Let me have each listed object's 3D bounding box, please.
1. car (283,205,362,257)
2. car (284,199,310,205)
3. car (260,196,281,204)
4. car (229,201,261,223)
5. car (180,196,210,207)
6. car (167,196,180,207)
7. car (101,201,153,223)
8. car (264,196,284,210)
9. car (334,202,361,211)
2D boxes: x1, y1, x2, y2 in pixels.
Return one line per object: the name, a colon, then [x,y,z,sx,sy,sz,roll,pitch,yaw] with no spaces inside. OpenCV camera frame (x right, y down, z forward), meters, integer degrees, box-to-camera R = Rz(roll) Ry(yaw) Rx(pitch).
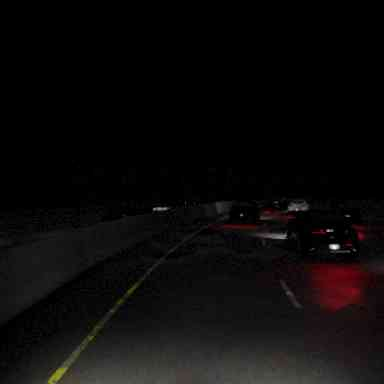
car: [4.853,1.457,12.836,1.837,1.490,4.892,0,0,9]
car: [10.590,1.424,32.829,1.812,1.442,4.674,0,0,23]
car: [14.127,1.431,59.754,1.812,1.442,4.674,0,0,38]
car: [4.010,1.393,24.726,1.882,1.535,5.008,0,0,16]
car: [0.738,1.374,45.243,1.882,1.535,5.008,0,0,27]
car: [-1.743,1.390,48.036,2.128,1.511,4.902,0,0,28]
car: [-4.176,1.397,21.958,1.882,1.535,5.008,0,0,14]
car: [10.372,1.386,40.555,2.128,1.511,4.902,0,0,27]
car: [11.269,1.441,24.612,1.812,1.442,4.674,0,0,18]
